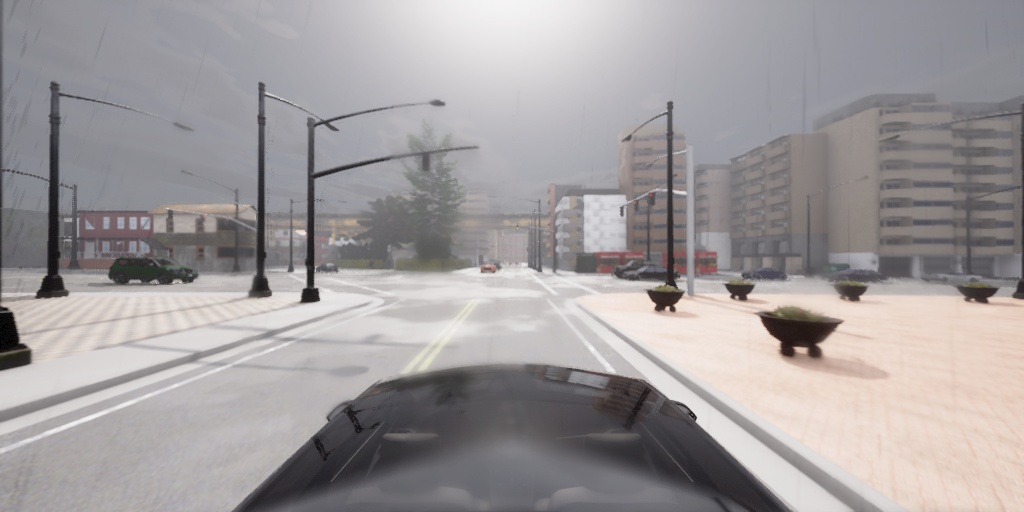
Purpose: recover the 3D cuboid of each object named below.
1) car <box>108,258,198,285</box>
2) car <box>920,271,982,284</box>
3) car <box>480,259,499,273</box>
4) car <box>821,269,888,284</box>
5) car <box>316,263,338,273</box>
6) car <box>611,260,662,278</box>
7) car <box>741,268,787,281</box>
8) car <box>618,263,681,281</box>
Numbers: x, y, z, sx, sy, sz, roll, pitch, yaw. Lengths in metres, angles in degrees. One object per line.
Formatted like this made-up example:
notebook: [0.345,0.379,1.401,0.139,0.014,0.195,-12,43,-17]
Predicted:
car: [-27.802,1.147,27.890,5.566,2.045,2.150,0,-1,0]
car: [47.559,2.287,38.947,4.718,1.301,1.895,1,-1,0]
car: [-3.499,1.582,53.169,2.097,1.767,4.553,0,-1,0]
car: [33.825,1.997,35.455,5.357,1.411,2.033,1,-1,0]
car: [-28.047,1.767,54.497,4.674,1.442,1.812,-1,-1,44]
car: [13.652,1.432,38.844,5.566,2.045,2.150,1,0,0]
car: [27.310,1.947,38.923,4.181,1.385,1.994,1,-1,0]
car: [13.664,1.727,35.338,5.357,1.411,2.033,1,0,0]
